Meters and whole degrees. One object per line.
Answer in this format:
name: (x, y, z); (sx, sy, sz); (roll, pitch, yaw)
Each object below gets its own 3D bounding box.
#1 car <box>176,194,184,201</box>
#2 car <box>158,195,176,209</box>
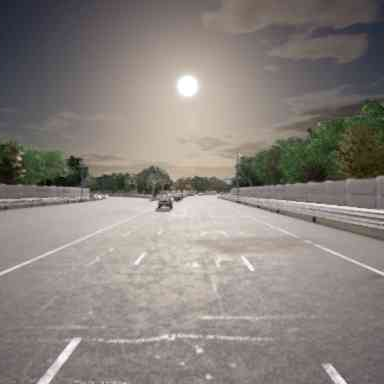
car: (-3.509, 1.427, 78.687); (1.882, 1.535, 5.008); (0, 0, 0)
car: (-3.505, 1.474, 44.672); (1.837, 1.490, 4.892); (0, 0, 0)
